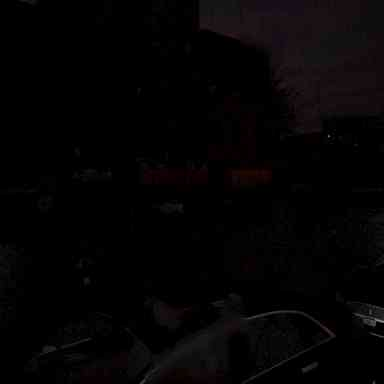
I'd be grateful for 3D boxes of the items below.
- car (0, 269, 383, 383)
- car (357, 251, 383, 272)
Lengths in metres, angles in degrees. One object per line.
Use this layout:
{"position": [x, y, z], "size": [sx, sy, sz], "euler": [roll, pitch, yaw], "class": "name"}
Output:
{"position": [-0.225, 1.550, 2.674], "size": [4.403, 1.369, 2.008], "euler": [0, -2, -35], "class": "car"}
{"position": [4.214, 1.549, 5.835], "size": [4.403, 1.369, 2.008], "euler": [0, -2, -35], "class": "car"}
